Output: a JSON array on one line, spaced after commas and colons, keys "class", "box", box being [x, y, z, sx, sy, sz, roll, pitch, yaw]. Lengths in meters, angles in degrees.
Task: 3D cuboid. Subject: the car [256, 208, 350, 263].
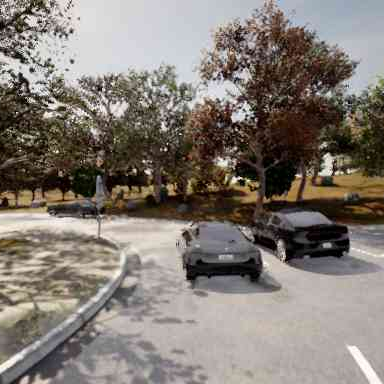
[{"class": "car", "box": [3.421, 1.319, 11.713, 1.882, 1.535, 5.008, -4, 1, -8]}]

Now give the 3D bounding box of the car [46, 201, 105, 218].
[{"class": "car", "box": [-9.650, 1.390, 27.413, 4.718, 1.301, 1.895, 0, 1, 23]}]

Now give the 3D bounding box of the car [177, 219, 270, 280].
[{"class": "car", "box": [0.633, 1.527, 9.934, 1.994, 1.385, 4.181, 0, 0, -5]}]
